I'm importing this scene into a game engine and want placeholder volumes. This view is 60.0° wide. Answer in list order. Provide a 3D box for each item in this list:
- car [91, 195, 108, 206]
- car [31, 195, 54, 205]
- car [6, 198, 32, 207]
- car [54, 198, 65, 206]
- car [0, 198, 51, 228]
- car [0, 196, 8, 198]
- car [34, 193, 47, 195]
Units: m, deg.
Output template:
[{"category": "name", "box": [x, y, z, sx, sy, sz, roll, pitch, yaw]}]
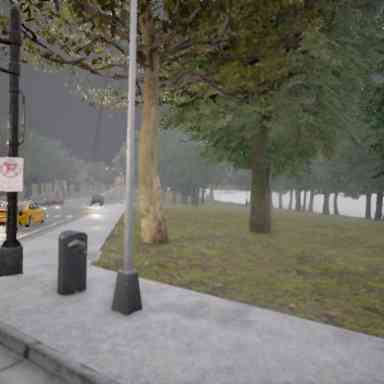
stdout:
[{"category": "car", "box": [-18.044, 1.566, 63.787, 2.150, 2.045, 5.566, 1, -1, -10]}, {"category": "car", "box": [-22.053, 1.546, 48.513, 1.994, 1.385, 4.181, 1, -1, -9]}, {"category": "car", "box": [-25.439, 1.522, 49.088, 1.895, 1.301, 4.718, 1, -1, -9]}, {"category": "car", "box": [-23.678, 1.715, 57.970, 1.895, 1.301, 4.718, 1, -1, -9]}, {"category": "car", "box": [-10.711, 1.358, 20.981, 1.882, 1.535, 5.008, 1, 0, -10]}, {"category": "car", "box": [-19.758, 1.186, 35.016, 2.097, 1.767, 4.553, 1, -1, -9]}, {"category": "car", "box": [-27.154, 1.279, 59.165, 2.150, 2.045, 5.566, 1, 0, -9]}]
